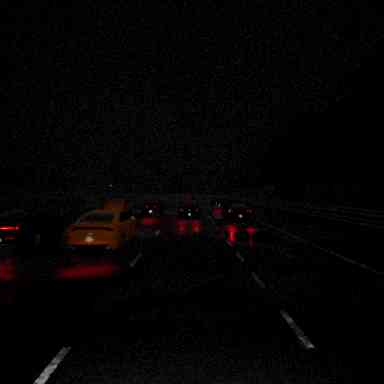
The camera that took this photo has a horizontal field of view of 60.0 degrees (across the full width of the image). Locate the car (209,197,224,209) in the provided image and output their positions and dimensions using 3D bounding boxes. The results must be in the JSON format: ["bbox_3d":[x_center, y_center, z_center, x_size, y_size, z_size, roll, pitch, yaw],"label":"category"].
[{"bbox_3d":[3.264,1.389,42.385,1.837,1.490,4.892,0,-1,0],"label":"car"}]

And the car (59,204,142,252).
[{"bbox_3d":[-3.515,1.464,13.798,1.882,1.535,5.008,0,0,0],"label":"car"}]

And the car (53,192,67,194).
[{"bbox_3d":[-25.006,1.070,62.592,2.150,2.045,5.566,0,0,0],"label":"car"}]

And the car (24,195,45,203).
[{"bbox_3d":[-28.499,1.325,60.415,1.882,1.535,5.008,0,0,0],"label":"car"}]

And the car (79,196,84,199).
[{"bbox_3d":[-21.522,1.412,62.868,1.994,1.385,4.181,0,0,0],"label":"car"}]

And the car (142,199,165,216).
[{"bbox_3d":[-3.653,1.446,31.614,1.837,1.490,4.892,0,0,0],"label":"car"}]

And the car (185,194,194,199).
[{"bbox_3d":[-0.623,1.436,79.302,1.837,1.490,4.892,0,-1,0],"label":"car"}]

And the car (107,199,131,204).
[{"bbox_3d":[-7.161,1.415,32.594,1.882,1.535,5.008,0,0,0],"label":"car"}]

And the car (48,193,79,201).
[{"bbox_3d":[-17.951,1.350,46.457,1.882,1.535,5.008,0,0,0],"label":"car"}]

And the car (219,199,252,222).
[{"bbox_3d":[3.393,1.487,25.611,1.812,1.442,4.674,0,0,0],"label":"car"}]

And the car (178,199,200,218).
[{"bbox_3d":[-0.239,1.550,29.765,1.895,1.301,4.718,0,0,0],"label":"car"}]

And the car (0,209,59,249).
[{"bbox_3d":[-7.021,1.491,14.468,1.837,1.490,4.892,0,0,0],"label":"car"}]
